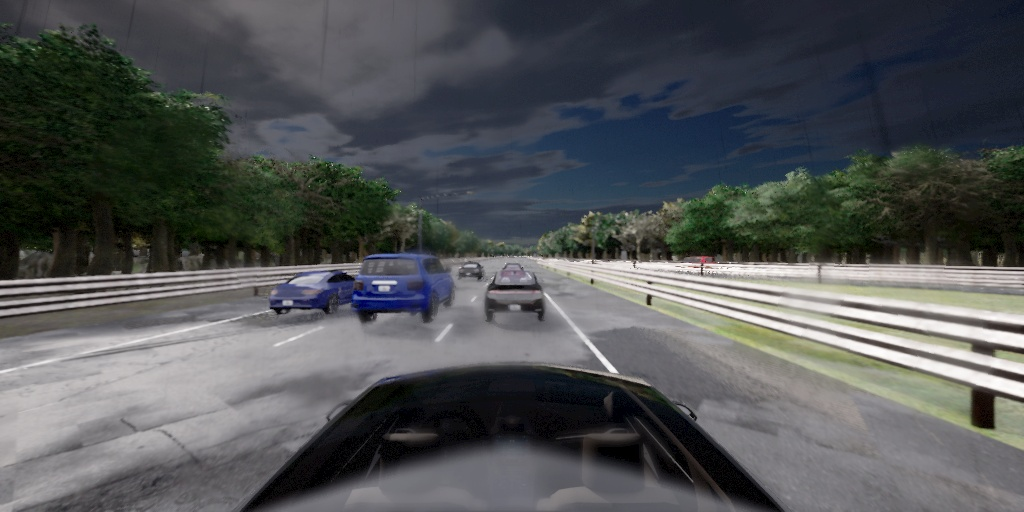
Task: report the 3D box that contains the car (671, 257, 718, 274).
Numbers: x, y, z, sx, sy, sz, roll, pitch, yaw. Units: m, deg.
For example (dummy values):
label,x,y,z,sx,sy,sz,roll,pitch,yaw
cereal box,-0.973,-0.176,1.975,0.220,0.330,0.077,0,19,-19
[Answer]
label,x,y,z,sx,sy,sz,roll,pitch,yaw
car,21.786,1.104,43.055,2.150,2.045,5.566,0,0,-20

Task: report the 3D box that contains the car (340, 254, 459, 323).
label,x,y,z,sx,sy,sz,roll,pitch,yaw
car,-3.403,0.957,12.249,2.150,2.045,5.566,0,0,0

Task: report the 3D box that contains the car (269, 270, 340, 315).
label,x,y,z,sx,sy,sz,roll,pitch,yaw
car,-6.903,1.246,13.334,1.812,1.442,4.674,0,1,0

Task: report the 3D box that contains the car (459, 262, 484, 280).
label,x,y,z,sx,sy,sz,roll,pitch,yaw
car,-3.408,1.252,30.532,1.812,1.442,4.674,0,0,0

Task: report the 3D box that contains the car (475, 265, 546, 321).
label,x,y,z,sx,sy,sz,roll,pitch,yaw
car,0.096,1.227,12.417,2.128,1.511,4.902,0,0,0

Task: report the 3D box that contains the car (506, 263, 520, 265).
label,x,y,z,sx,sy,sz,roll,pitch,yaw
car,0.090,1.291,30.046,1.994,1.385,4.181,0,0,0

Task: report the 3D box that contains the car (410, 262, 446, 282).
label,x,y,z,sx,sy,sz,roll,pitch,yaw
car,-6.900,1.282,29.985,1.994,1.385,4.181,1,0,0
